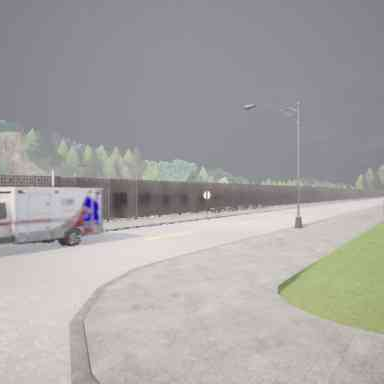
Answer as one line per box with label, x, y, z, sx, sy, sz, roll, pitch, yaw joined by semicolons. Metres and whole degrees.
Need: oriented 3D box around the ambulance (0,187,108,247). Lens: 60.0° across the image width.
ambulance;-6.529;1.028;13.125;2.351;2.431;6.366;0;0;36
